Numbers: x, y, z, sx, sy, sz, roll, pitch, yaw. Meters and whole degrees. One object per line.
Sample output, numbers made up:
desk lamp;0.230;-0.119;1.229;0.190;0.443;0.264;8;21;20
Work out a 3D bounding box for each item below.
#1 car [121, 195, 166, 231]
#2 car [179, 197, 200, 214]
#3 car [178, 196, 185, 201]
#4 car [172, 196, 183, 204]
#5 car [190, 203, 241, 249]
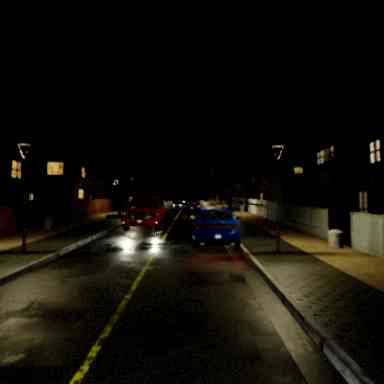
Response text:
car;-2.859;1.231;20.834;2.150;2.045;5.566;0;0;0
car;0.017;1.586;35.397;1.994;1.385;4.181;0;0;1
car;-2.788;1.733;89.801;1.895;1.301;4.718;0;0;0
car;-2.790;1.597;63.813;2.033;1.411;5.357;0;0;0
car;0.957;1.485;14.718;1.882;1.535;5.008;0;0;0
